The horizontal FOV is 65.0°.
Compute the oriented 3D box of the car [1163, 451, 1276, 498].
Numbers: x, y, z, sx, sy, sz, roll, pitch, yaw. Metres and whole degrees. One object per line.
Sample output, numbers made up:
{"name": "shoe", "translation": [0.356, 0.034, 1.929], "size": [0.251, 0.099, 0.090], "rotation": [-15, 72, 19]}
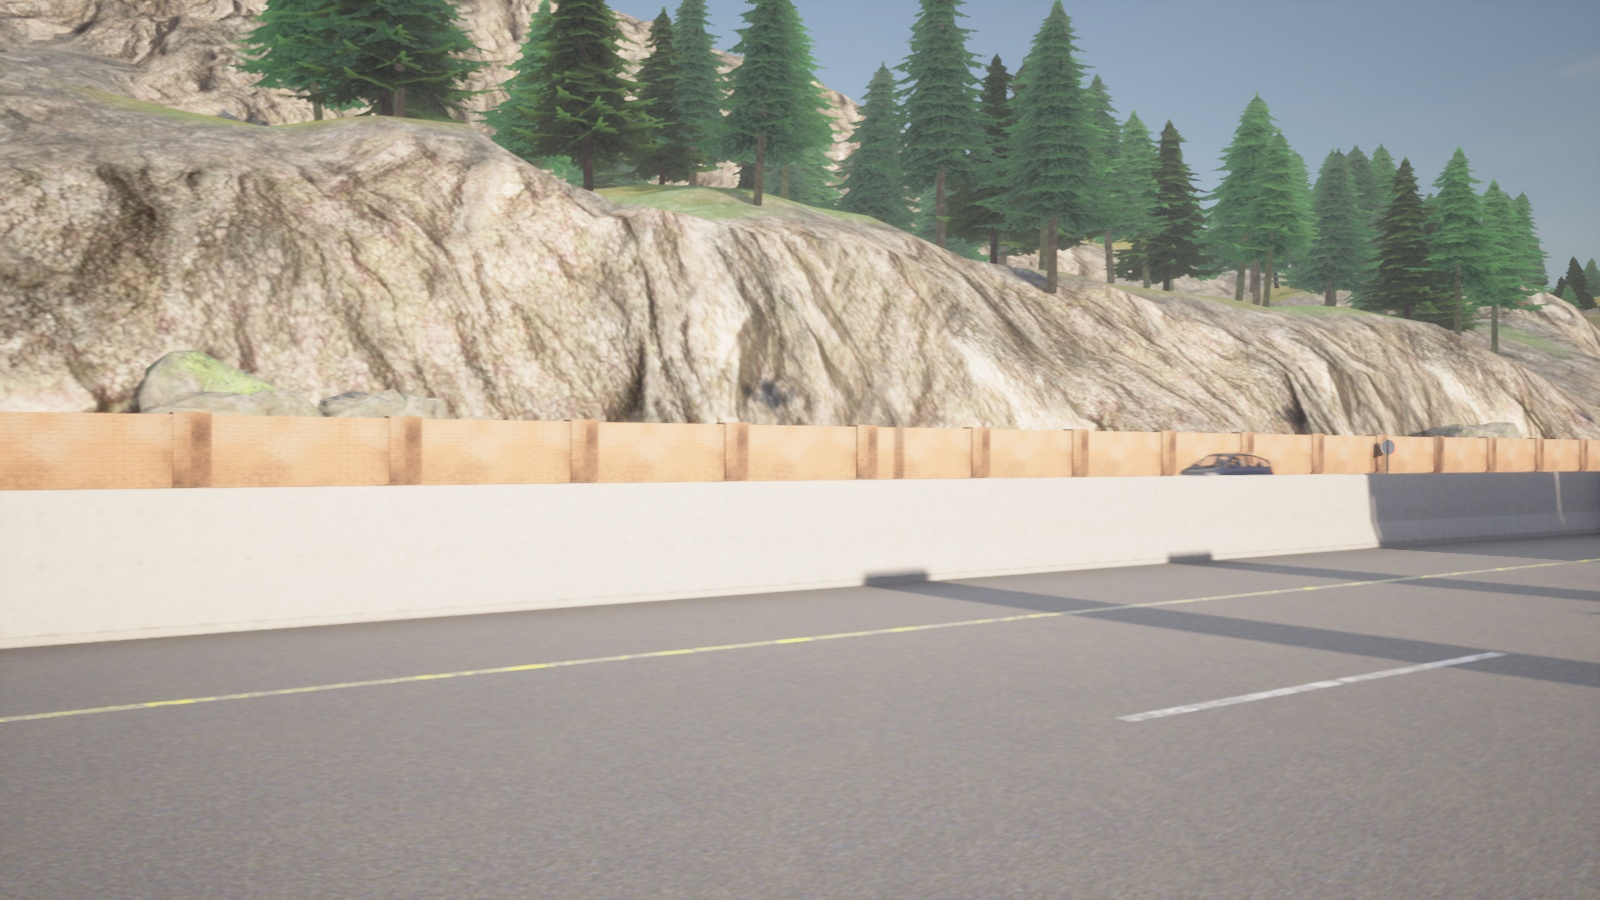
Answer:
{"name": "car", "translation": [14.426, 0.835, 43.177], "size": [3.705, 1.549, 1.789], "rotation": [1, 0, -33]}
